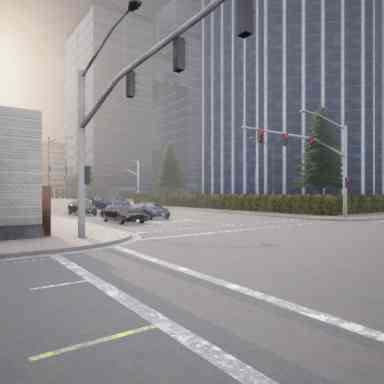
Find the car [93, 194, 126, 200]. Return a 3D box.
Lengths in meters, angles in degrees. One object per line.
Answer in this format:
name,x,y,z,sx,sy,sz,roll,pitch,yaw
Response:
car,-9.374,1.277,36.917,2.150,2.045,5.566,0,0,-36

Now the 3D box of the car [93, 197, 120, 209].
car,-12.203,1.547,47.167,2.128,1.511,4.902,0,0,-36

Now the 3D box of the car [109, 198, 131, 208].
car,-11.274,1.619,51.872,1.994,1.385,4.181,0,0,-36

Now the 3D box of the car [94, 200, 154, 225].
car,-5.305,1.603,25.232,2.033,1.411,5.357,0,0,-36

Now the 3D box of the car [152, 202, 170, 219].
car,-3.711,1.581,29.045,1.812,1.442,4.674,0,0,-36

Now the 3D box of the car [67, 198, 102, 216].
car,-10.975,1.560,33.141,1.837,1.490,4.892,0,0,-36
